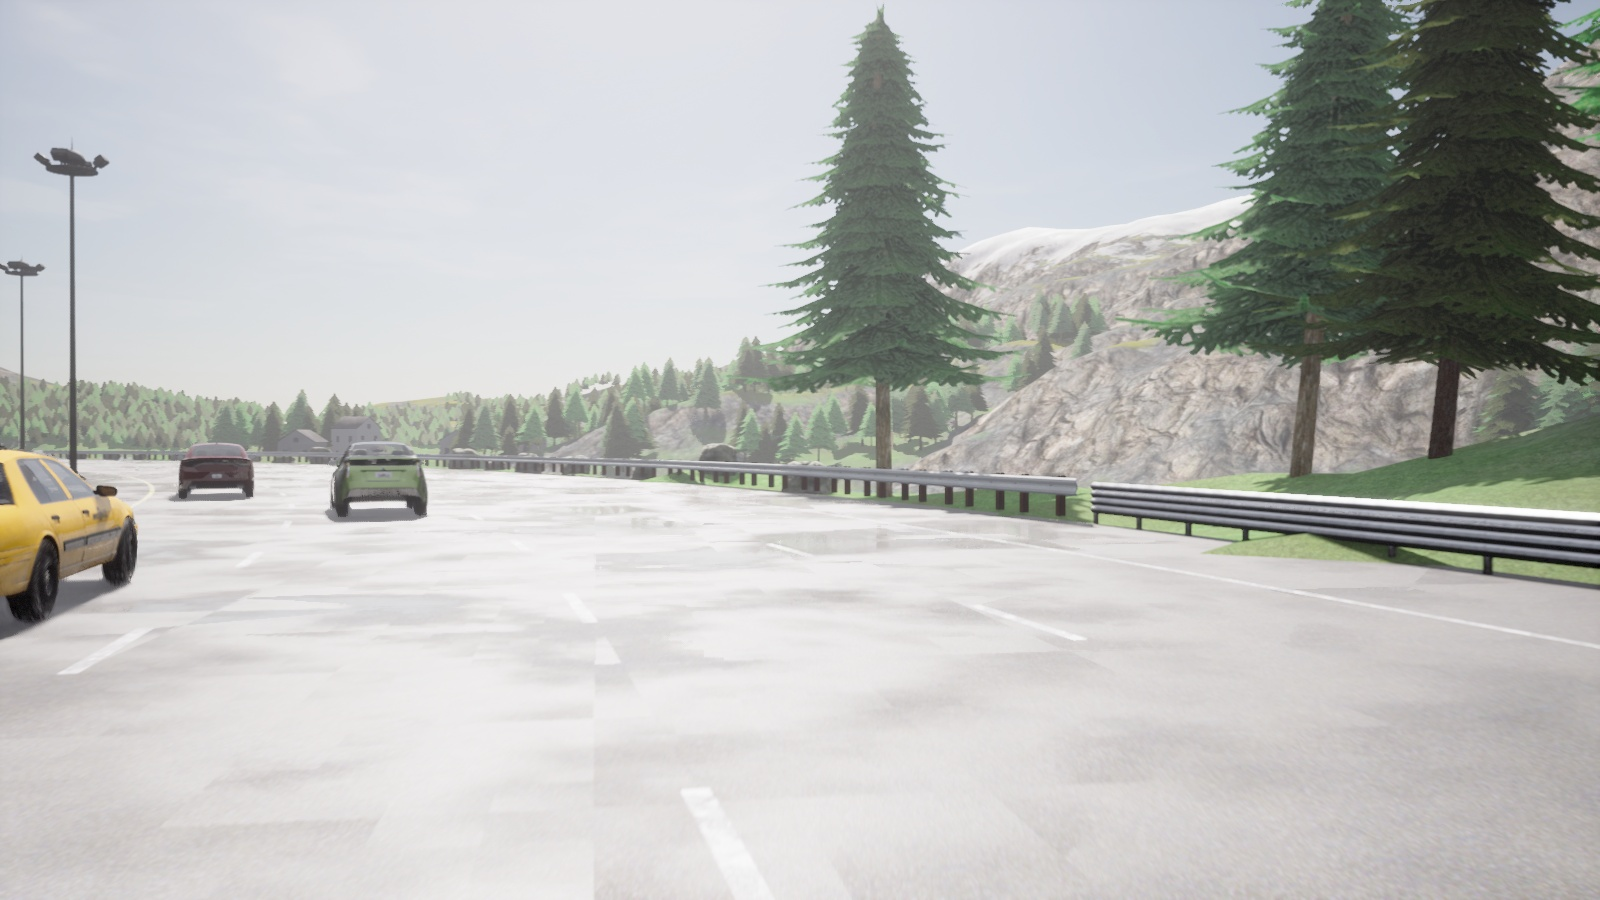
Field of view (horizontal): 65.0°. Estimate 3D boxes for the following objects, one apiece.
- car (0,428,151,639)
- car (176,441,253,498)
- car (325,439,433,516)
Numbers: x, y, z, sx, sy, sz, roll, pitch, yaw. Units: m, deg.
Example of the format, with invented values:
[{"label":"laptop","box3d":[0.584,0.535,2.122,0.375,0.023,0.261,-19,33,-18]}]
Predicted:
[{"label":"car","box3d":[-7.522,0.614,11.484,1.801,1.575,5.366,0,0,-16]},{"label":"car","box3d":[-16.871,0.505,36.193,1.882,1.535,5.008,0,0,-25]},{"label":"car","box3d":[-9.241,0.531,27.356,2.007,1.525,4.514,0,0,-21]}]
